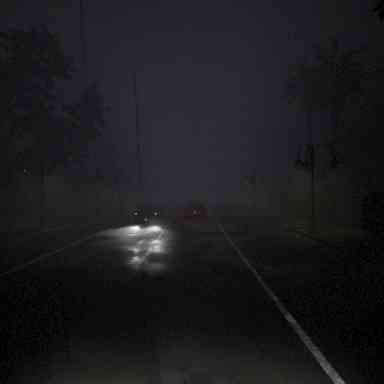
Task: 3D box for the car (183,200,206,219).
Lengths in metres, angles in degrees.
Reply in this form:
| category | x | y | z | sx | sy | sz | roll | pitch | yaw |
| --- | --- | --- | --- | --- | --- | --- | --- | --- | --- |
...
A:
| category | x | y | z | sx | sy | sz | roll | pitch | yaw |
| --- | --- | --- | --- | --- | --- | --- | --- | --- | --- |
| car | 0.265 | 1.564 | 29.759 | 1.882 | 1.535 | 5.008 | 0 | 0 | 0 |

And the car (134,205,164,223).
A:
| category | x | y | z | sx | sy | sz | roll | pitch | yaw |
| --- | --- | --- | --- | --- | --- | --- | --- | --- | --- |
| car | -3.356 | 1.690 | 26.421 | 1.895 | 1.301 | 4.718 | 0 | 0 | 0 |

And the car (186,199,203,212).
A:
| category | x | y | z | sx | sy | sz | roll | pitch | yaw |
| --- | --- | --- | --- | --- | --- | --- | --- | --- | --- |
| car | 0.332 | 1.668 | 41.860 | 2.033 | 1.411 | 5.357 | 0 | 0 | 0 |
